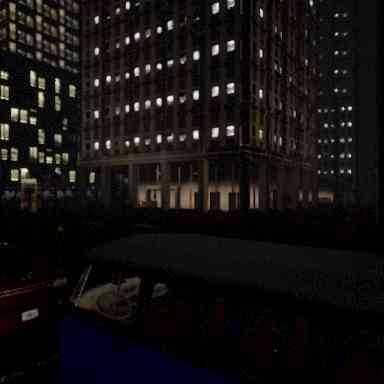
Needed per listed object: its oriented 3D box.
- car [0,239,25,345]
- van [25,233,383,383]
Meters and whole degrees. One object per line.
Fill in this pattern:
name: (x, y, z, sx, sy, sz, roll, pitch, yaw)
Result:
car: (-3.965, 1.465, 5.689, 4.507, 1.381, 1.887, 1, 0, 35)
van: (0.621, 1.323, 2.579, 3.998, 1.788, 1.690, 1, 0, 35)
